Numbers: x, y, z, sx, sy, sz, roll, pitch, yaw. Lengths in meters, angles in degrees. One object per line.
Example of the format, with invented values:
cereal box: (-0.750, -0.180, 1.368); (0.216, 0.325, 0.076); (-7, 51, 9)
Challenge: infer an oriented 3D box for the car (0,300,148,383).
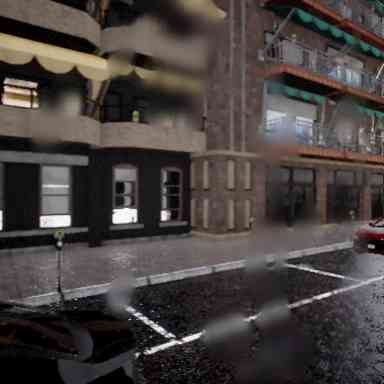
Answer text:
car: (-2.552, 1.511, 1.559); (4.892, 1.490, 1.837); (0, 0, -35)

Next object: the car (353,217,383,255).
car: (7.571, 1.487, 11.946); (4.507, 1.381, 1.887); (0, 1, -35)
